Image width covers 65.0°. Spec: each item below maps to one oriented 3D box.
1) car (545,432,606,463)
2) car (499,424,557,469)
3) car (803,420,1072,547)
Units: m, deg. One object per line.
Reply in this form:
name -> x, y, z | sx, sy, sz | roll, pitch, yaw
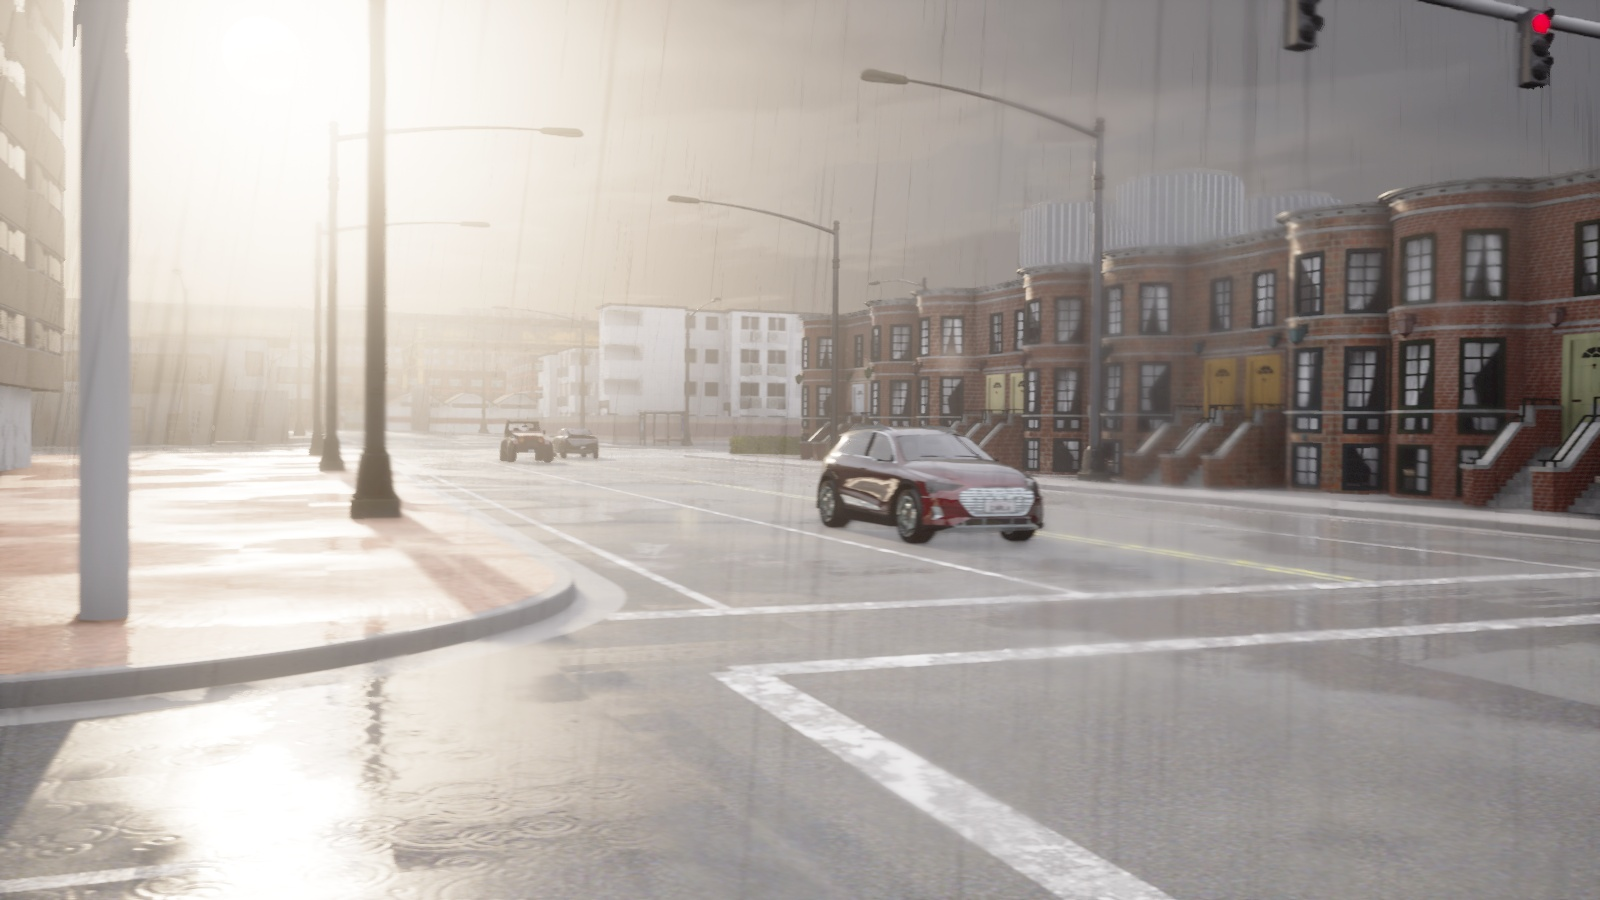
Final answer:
car -> -11.370, -0.153, 63.361 | 2.128, 1.511, 4.902 | -1, 1, -21
car -> -11.970, -0.174, 55.158 | 1.905, 1.878, 3.866 | -1, 1, -21
car -> 1.885, 0.398, 19.029 | 2.033, 1.649, 4.856 | -1, 1, -21
